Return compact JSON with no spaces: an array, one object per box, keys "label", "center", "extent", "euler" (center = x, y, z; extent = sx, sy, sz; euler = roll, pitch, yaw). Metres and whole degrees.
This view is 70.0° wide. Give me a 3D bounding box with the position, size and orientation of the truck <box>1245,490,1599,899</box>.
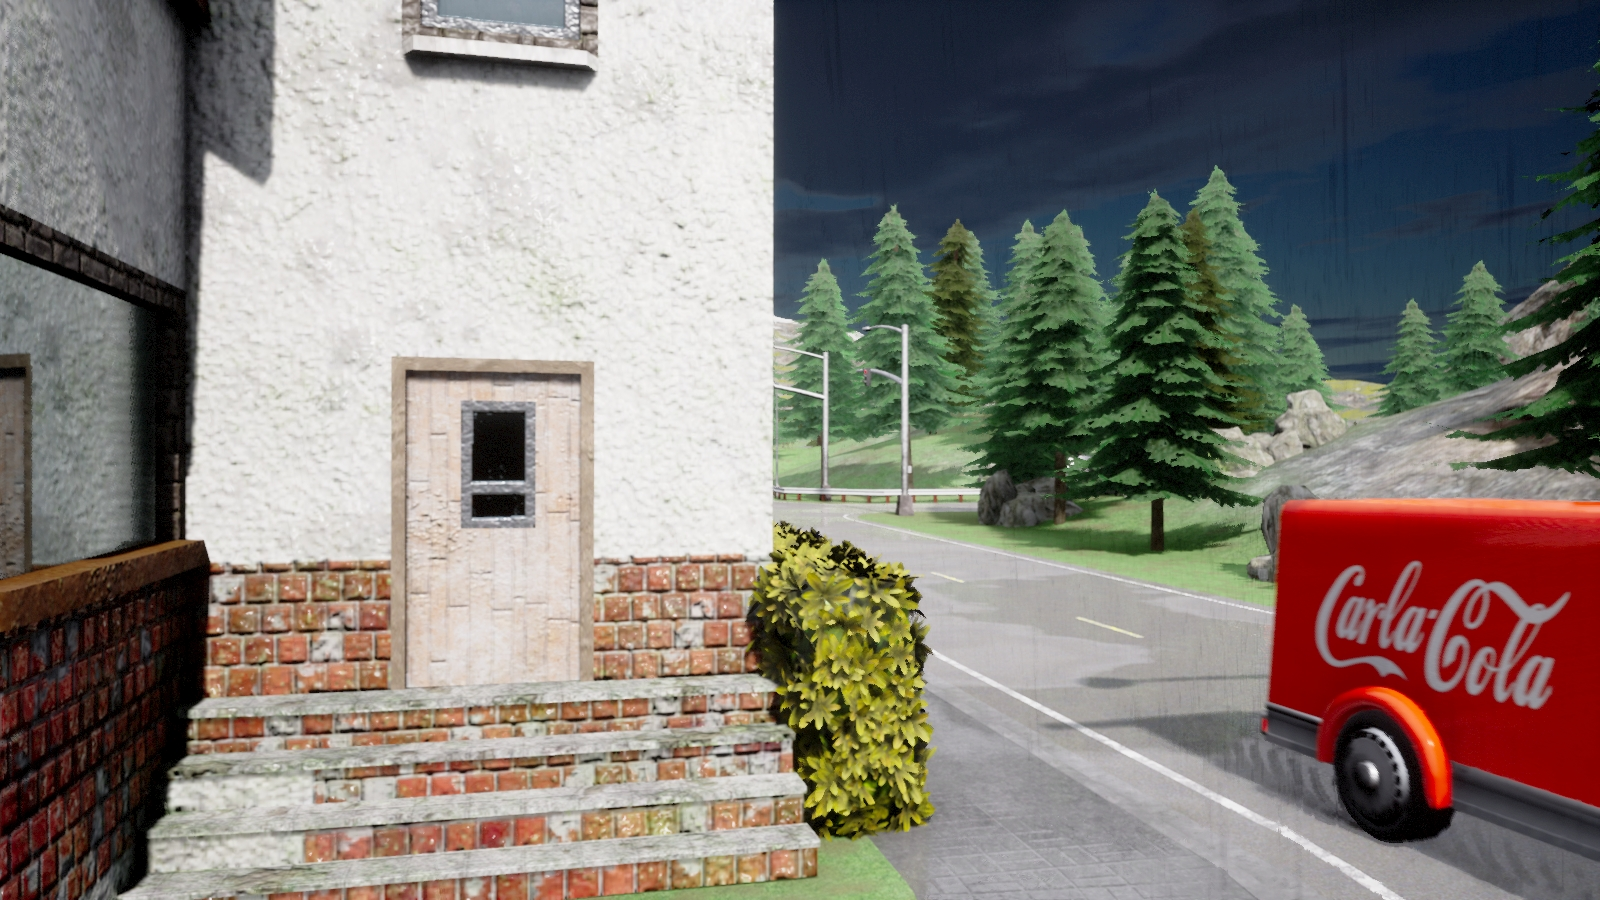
[{"label":"truck","center":[5.595,1.566,7.329],"extent":[2.627,2.467,5.204],"euler":[0,-1,-13]}]
